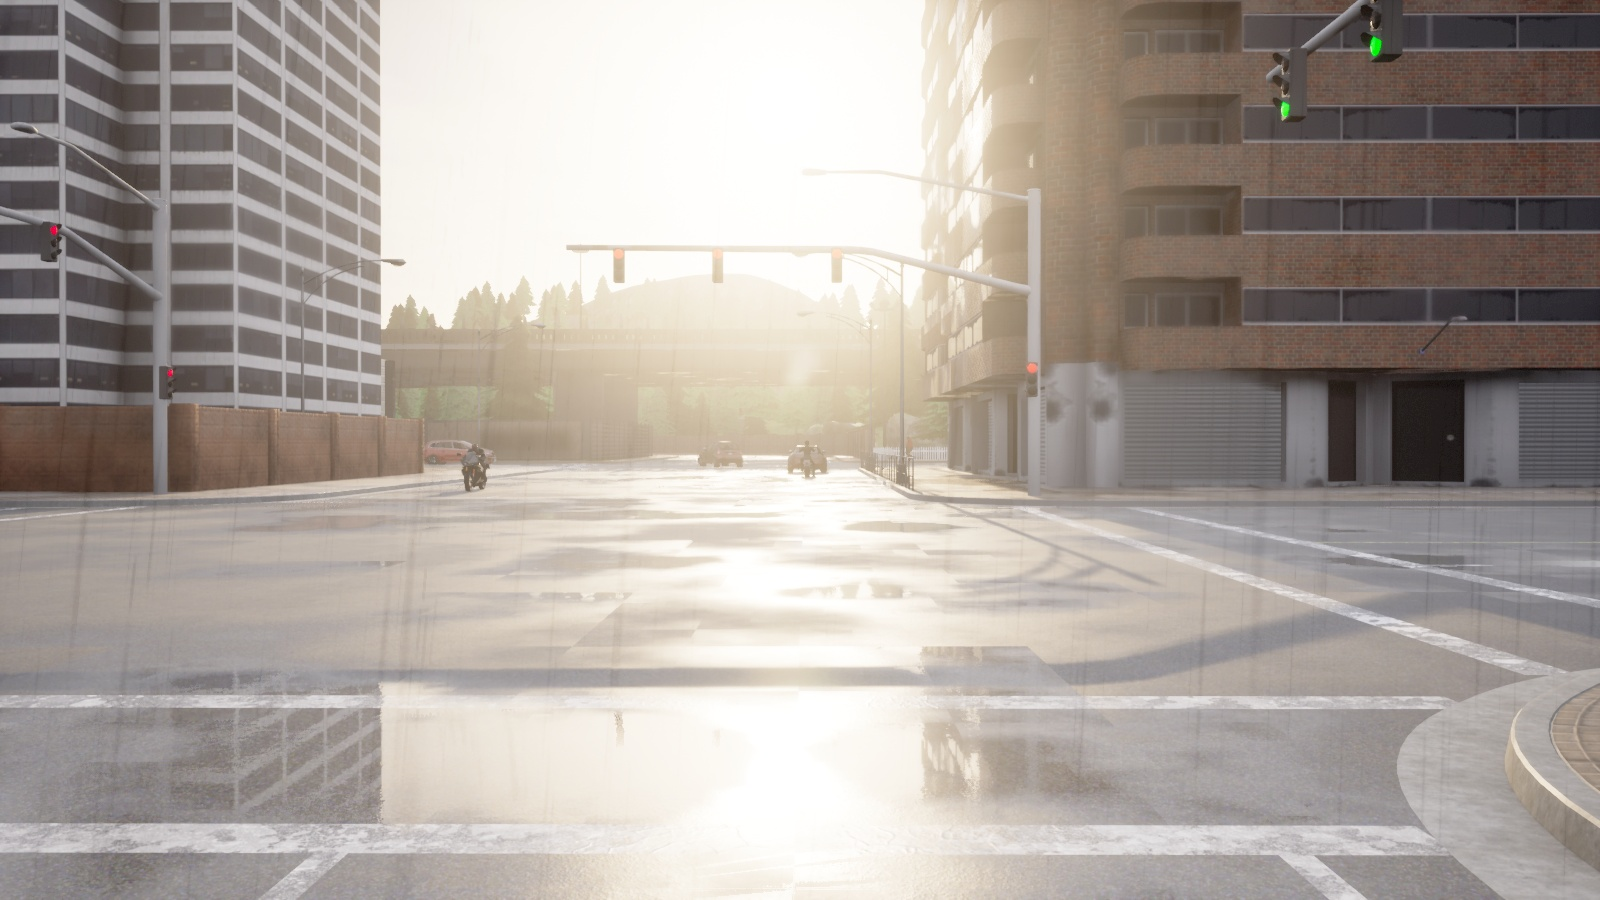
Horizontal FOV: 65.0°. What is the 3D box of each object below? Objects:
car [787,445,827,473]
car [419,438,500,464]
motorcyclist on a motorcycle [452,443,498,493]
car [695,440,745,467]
[{"bbox_3d":[0.367,0.450,63.840,1.994,1.385,4.181,0,0,0],"label":"car"},{"bbox_3d":[-21.866,0.062,80.710,4.611,1.667,2.242,0,0,0],"label":"car"},{"bbox_3d":[-10.265,0.549,39.709,0.866,1.530,2.191,0,0,0],"label":"motorcyclist on a motorcycle"},{"bbox_3d":[-4.939,0.192,76.959,1.851,1.617,3.988,0,1,-23],"label":"car"}]
